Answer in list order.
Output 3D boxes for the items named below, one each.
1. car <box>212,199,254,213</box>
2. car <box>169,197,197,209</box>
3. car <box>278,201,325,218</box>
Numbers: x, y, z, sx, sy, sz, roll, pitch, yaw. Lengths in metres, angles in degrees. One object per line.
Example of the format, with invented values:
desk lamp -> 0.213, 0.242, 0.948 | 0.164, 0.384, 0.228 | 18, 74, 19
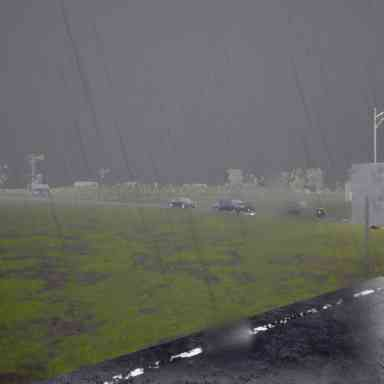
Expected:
car -> 4.545, 1.531, 37.727 | 2.033, 1.411, 5.357 | 0, 0, -35
car -> -1.336, 1.485, 45.842 | 1.837, 1.490, 4.892 | 0, 0, -37
car -> 9.757, 1.551, 29.895 | 1.994, 1.385, 4.181 | 0, 0, -33
